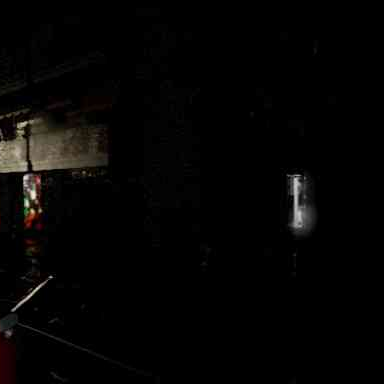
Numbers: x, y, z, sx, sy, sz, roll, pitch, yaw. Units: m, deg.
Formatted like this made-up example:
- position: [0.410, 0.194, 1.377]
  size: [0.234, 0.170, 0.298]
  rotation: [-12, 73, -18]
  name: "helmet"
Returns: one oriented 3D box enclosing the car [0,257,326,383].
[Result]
- position: [-0.873, 1.441, 3.495]
  size: [4.097, 1.590, 1.967]
  rotation: [0, 0, 35]
  name: "car"
